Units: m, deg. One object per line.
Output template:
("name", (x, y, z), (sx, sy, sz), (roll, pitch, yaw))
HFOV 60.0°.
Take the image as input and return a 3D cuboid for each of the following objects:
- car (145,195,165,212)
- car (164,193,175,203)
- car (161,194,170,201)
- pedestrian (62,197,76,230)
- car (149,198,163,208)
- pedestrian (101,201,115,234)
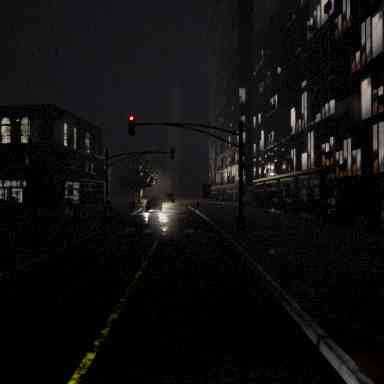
("car", (-4.448, 1.471, 39.293), (1.882, 1.535, 5.008), (0, 0, -5))
("car", (-4.825, 1.208, 69.158), (2.150, 2.045, 5.566), (0, 0, -8))
("car", (-6.367, 1.335, 79.426), (1.812, 1.442, 4.674), (0, 0, -10))
("pedestrian", (-6.802, 1.129, 18.390), (0.375, 1.860, 0.375), (1, -1, -2))
("car", (-5.349, 1.590, 49.392), (1.895, 1.301, 4.718), (0, 0, -6))
("pedestrian", (-4.430, 1.294, 17.564), (0.375, 1.860, 0.375), (1, -1, -2))
